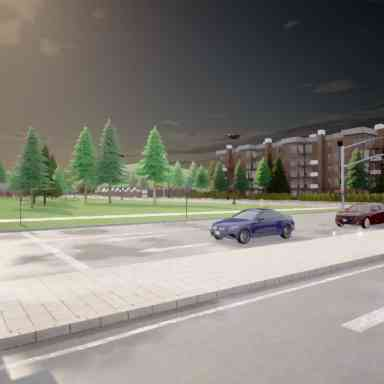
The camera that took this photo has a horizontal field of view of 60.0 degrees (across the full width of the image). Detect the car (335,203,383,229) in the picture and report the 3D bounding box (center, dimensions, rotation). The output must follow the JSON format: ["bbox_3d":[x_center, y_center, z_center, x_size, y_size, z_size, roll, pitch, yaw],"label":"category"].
[{"bbox_3d":[11.445,1.478,21.925,5.008,1.535,1.882,0,0,-35],"label":"car"}]

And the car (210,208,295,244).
[{"bbox_3d":[3.004,1.526,15.935,4.674,1.442,1.812,0,0,-36],"label":"car"}]
